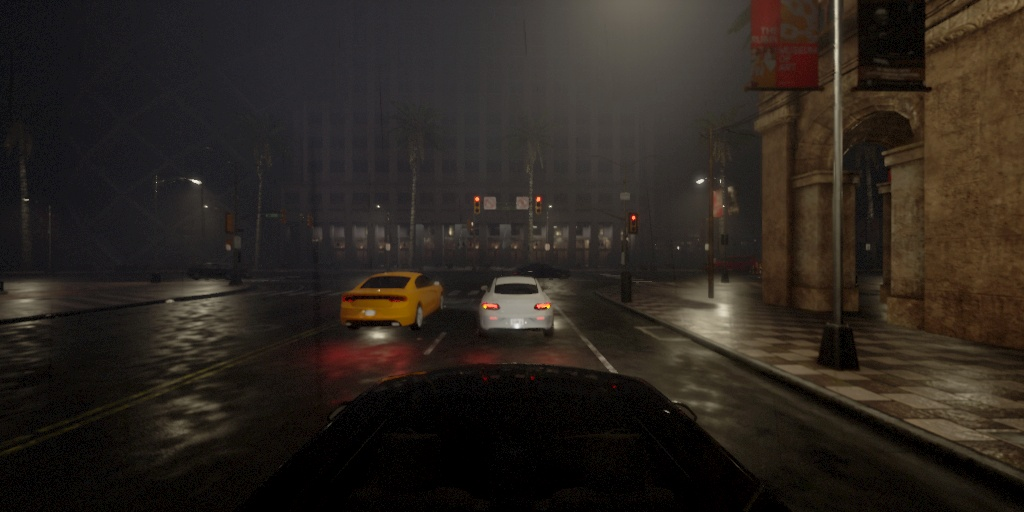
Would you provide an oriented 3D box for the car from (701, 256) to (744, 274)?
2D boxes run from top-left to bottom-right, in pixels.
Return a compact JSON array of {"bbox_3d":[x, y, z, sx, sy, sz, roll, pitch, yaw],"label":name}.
[{"bbox_3d":[24.275,0.975,40.051,5.566,2.045,2.150,0,0,0],"label":"car"}]

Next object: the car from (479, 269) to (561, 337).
[{"bbox_3d":[0.085,1.277,10.153,1.812,1.442,4.674,0,0,-1],"label":"car"}]

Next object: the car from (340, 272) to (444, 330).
[{"bbox_3d":[-3.422,1.229,11.150,1.882,1.535,5.008,0,0,0],"label":"car"}]

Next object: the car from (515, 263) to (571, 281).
[{"bbox_3d":[2.515,1.290,29.457,4.674,1.442,1.812,0,0,-1],"label":"car"}]

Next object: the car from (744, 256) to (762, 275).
[{"bbox_3d":[26.851,1.106,36.541,4.553,1.767,2.097,0,0,0],"label":"car"}]

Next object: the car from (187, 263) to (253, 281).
[{"bbox_3d":[-23.951,1.299,29.513,4.902,1.511,2.128,1,0,6],"label":"car"}]
